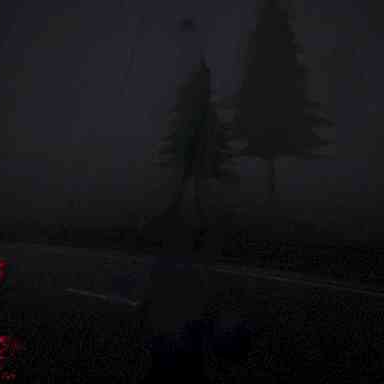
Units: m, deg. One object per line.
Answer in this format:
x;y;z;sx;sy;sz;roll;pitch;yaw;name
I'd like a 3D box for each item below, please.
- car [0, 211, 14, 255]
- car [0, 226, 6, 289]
-9.287;1.469;12.190;4.902;1.511;2.128;0;0;19;car
-6.328;1.336;7.266;4.553;1.767;2.097;0;0;26;car
